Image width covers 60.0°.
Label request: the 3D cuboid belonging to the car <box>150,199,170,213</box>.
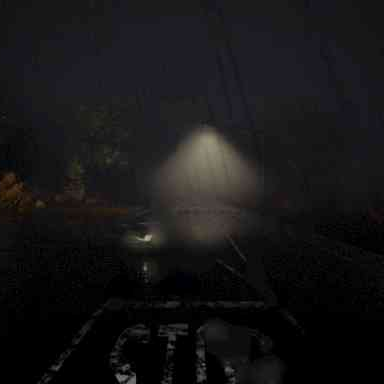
[{"bbox_3d":[-3.583,1.533,37.896,1.837,1.490,4.892,0,0,0],"label":"car"}]

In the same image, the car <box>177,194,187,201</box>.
[{"bbox_3d":[-2.655,1.415,87.104,2.097,1.767,4.553,0,0,6],"label":"car"}]
